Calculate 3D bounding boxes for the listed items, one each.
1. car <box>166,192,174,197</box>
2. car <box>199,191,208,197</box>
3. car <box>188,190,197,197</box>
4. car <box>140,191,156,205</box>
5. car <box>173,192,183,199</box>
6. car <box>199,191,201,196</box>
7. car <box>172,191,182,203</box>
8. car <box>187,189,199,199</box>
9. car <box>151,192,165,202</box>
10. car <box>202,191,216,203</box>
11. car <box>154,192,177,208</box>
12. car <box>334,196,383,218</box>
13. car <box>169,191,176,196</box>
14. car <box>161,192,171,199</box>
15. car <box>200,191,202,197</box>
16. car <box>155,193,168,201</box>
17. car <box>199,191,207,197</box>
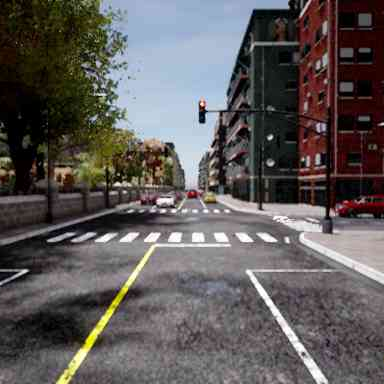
[{"bbox_3d":[-5.544,0.604,83.265,1.802,1.307,4.206,0,1,0],"label":"car"},{"bbox_3d":[2.836,0.567,83.250,1.887,1.381,4.507,0,1,0],"label":"car"},{"bbox_3d":[0.144,0.323,80.212,2.097,1.767,4.553,0,1,0],"label":"car"},{"bbox_3d":[-5.614,0.778,44.517,2.192,1.841,5.009,0,1,0],"label":"car"},{"bbox_3d":[-2.877,0.716,68.268,1.812,1.442,4.674,0,1,0],"label":"car"},{"bbox_3d":[2.797,0.823,61.111,2.008,1.369,4.403,0,1,0],"label":"car"},{"bbox_3d":[-3.007,0.967,48.253,2.033,1.411,5.357,0,1,0],"label":"car"},{"bbox_3d":[0.126,0.389,69.851,2.150,2.045,5.566,0,1,0],"label":"car"},{"bbox_3d":[-5.594,0.776,55.589,1.967,1.590,4.097,0,1,0],"label":"car"},{"bbox_3d":[2.777,0.923,50.211,1.752,1.417,4.829,0,1,0],"label":"car"},{"bbox_3d":[-2.998,1.058,38.618,1.812,1.442,4.674,0,1,0],"label":"car"},{"bbox_3d":[14.666,1.248,27.913,5.009,1.841,2.192,1,0,0],"label":"car"},{"bbox_3d":[-5.525,0.426,94.163,1.752,1.417,4.829,0,1,0],"label":"car"},{"bbox_3d":[-5.564,0.728,72.195,1.802,1.307,4.206,0,1,0],"label":"car"},{"bbox_3d":[2.787,0.880,55.575,1.887,1.381,4.507,0,1,0],"label":"car"},{"bbox_3d":[-5.583,0.817,61.125,1.887,1.381,4.507,0,1,0],"label":"car"},{"bbox_3d":[2.846,0.505,88.785,1.887,1.381,4.507,0,1,0],"label":"car"}]
